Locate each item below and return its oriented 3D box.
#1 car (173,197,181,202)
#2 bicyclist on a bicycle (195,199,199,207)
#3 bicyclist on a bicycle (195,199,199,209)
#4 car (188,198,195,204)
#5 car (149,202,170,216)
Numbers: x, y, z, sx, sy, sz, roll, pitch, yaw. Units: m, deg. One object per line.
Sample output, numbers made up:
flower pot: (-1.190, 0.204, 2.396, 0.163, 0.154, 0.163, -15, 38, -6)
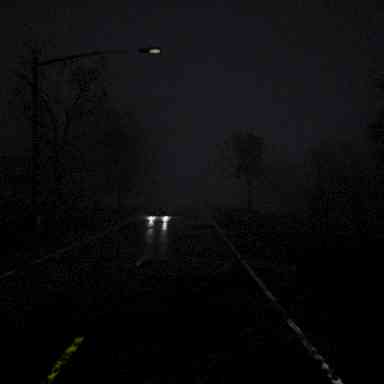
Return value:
car: (-3.531, 1.910, 78.538, 1.837, 1.490, 4.892, 0, -1, 0)
bicyclist on a bicycle: (0.943, 2.089, 65.318, 0.866, 1.612, 1.509, 0, -1, 0)
bicyclist on a bicycle: (0.940, 2.004, 55.783, 0.582, 1.620, 1.656, 0, -1, 0)
car: (-0.033, 2.398, 85.032, 2.033, 1.411, 5.357, 0, -1, 0)
car: (-3.598, 1.883, 37.139, 1.812, 1.442, 4.674, 0, -1, 0)
